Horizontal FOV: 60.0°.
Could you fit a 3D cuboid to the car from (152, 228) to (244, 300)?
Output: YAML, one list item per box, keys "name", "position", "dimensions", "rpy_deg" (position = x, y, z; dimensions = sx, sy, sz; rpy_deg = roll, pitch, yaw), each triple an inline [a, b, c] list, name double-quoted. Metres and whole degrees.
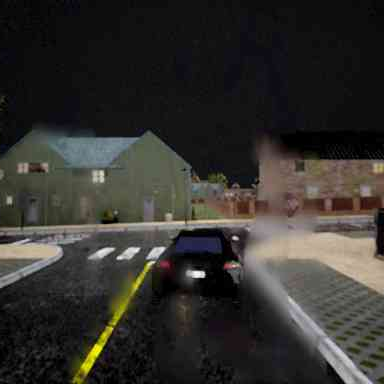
- name: "car"
  position: [0.275, 1.629, 8.635]
  dimensions: [1.994, 1.385, 4.181]
  rpy_deg: [0, 0, 5]
